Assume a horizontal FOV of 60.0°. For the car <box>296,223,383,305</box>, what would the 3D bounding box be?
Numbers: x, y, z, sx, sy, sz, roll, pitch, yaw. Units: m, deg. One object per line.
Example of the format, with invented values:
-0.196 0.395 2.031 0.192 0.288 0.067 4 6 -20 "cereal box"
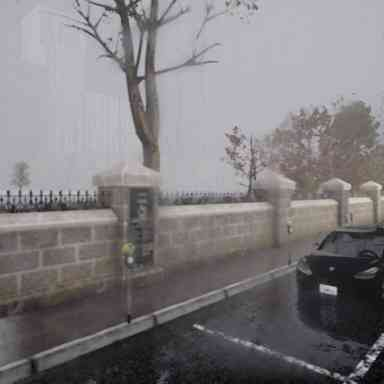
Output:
4.170 1.564 8.212 1.947 1.339 4.313 0 0 42 "car"
